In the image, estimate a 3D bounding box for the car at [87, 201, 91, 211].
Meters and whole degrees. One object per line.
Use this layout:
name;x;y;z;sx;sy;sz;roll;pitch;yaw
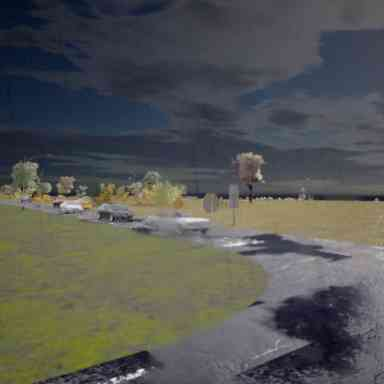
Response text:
car;-15.499;1.787;46.019;1.882;1.535;5.008;1;-1;-34

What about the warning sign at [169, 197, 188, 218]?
warning sign;-1.217;1.387;29.919;1.300;1.860;1.060;1;-1;-35

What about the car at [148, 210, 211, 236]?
car;-0.805;1.784;20.101;1.895;1.301;4.718;1;-1;-35

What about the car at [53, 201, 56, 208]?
car;-21.262;1.824;54.122;1.882;1.535;5.008;1;-1;-35

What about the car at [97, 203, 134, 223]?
car;-6.601;1.716;28.348;1.837;1.490;4.892;1;0;-35

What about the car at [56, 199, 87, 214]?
car;-14.330;1.782;39.355;1.812;1.442;4.674;1;0;-35
